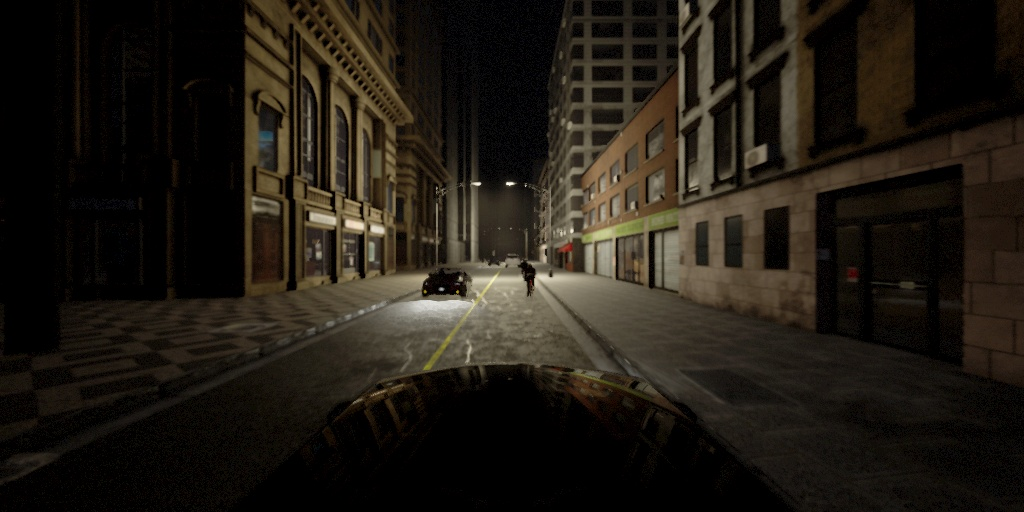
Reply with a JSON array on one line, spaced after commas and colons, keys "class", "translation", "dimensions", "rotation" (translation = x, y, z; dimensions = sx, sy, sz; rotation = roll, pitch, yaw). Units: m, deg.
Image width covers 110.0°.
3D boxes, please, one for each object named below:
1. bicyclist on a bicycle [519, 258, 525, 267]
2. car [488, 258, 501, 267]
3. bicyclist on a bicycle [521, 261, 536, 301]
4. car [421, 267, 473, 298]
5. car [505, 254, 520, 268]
[{"class": "bicyclist on a bicycle", "translation": [0.835, 1.018, 25.601], "dimensions": [0.659, 1.776, 1.843], "rotation": [0, 0, 0]}, {"class": "car", "translation": [-3.018, 1.018, 60.140], "dimensions": [1.812, 1.442, 4.674], "rotation": [0, 0, 1]}, {"class": "bicyclist on a bicycle", "translation": [0.832, 1.144, 15.991], "dimensions": [0.582, 1.620, 1.656], "rotation": [0, 0, 0]}, {"class": "car", "translation": [-3.091, 1.247, 17.678], "dimensions": [1.994, 1.385, 4.181], "rotation": [0, 0, 0]}, {"class": "car", "translation": [0.091, 0.732, 56.166], "dimensions": [2.150, 2.045, 5.566], "rotation": [0, 1, 1]}]
